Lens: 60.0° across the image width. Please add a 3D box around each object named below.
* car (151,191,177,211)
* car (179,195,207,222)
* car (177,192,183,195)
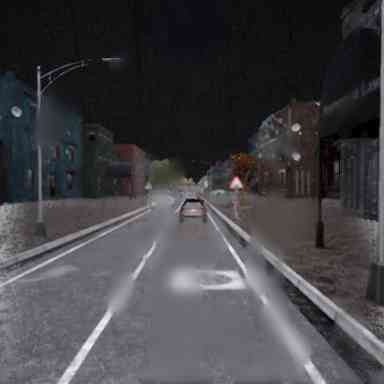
[{"bbox_3d":[-3.113,0.935,36.485,2.150,2.045,5.566,0,0,0],"label":"car"},{"bbox_3d":[0.087,1.269,24.661,2.033,1.649,4.856,0,1,0],"label":"car"},{"bbox_3d":[-3.042,0.687,77.419,1.812,1.442,4.674,0,0,0],"label":"car"}]
